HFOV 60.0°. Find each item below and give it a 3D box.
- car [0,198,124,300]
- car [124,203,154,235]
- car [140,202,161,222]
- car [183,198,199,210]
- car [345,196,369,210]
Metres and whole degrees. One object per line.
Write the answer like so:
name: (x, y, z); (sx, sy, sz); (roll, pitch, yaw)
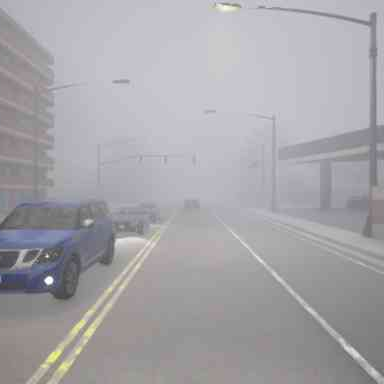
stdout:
car: (-3.551, 1.212, 8.738); (2.150, 2.045, 5.566); (0, 0, 0)
car: (-3.501, 1.545, 18.604); (1.994, 1.385, 4.181); (0, 0, 0)
car: (-3.501, 1.533, 25.899); (1.837, 1.490, 4.892); (0, 0, 0)
car: (-0.141, 1.449, 41.758); (2.128, 1.511, 4.902); (0, 0, -3)
car: (20.271, 1.256, 38.382); (4.611, 1.667, 2.242); (0, 0, 1)
